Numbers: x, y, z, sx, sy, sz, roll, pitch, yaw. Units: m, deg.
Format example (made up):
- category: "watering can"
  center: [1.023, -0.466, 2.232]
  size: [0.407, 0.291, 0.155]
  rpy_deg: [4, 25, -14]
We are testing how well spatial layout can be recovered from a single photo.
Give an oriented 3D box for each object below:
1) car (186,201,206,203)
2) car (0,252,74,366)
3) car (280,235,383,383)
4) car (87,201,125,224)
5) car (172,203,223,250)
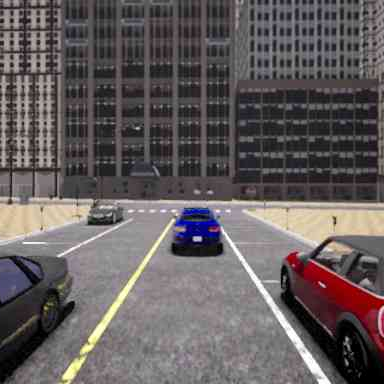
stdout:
- category: "car"
  center: [0.288, 1.307, 25.160]
  size: [1.895, 1.301, 4.718]
  rpy_deg: [0, 1, 0]
- category: "car"
  center: [-3.072, 1.501, 3.776]
  size: [2.033, 1.411, 5.357]
  rpy_deg: [0, 1, 0]
- category: "car"
  center: [2.737, 1.379, 5.213]
  size: [1.967, 1.590, 4.097]
  rpy_deg: [1, 1, 0]
- category: "car"
  center: [-5.647, 1.290, 22.211]
  size: [2.008, 1.369, 4.403]
  rpy_deg: [1, 1, 0]
- category: "car"
  center: [0.194, 1.370, 13.309]
  size: [1.812, 1.442, 4.674]
  rpy_deg: [0, 1, 0]
